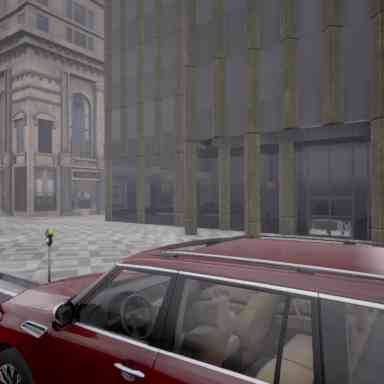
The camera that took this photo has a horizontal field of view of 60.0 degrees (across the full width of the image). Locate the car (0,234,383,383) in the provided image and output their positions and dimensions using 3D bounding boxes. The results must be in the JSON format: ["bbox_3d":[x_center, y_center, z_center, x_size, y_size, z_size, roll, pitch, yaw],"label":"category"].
[{"bbox_3d":[0.246,1.315,2.798,5.009,1.841,2.192,0,0,36],"label":"car"}]
